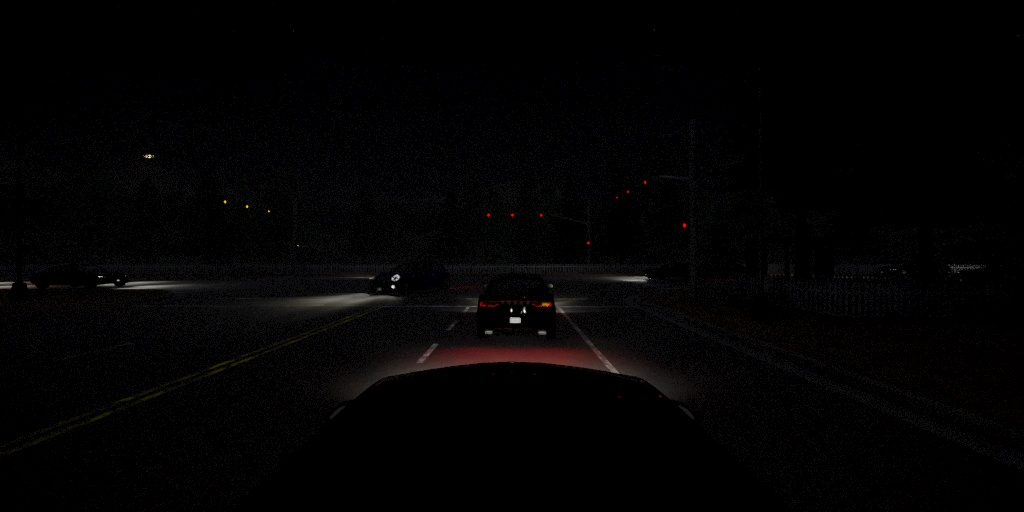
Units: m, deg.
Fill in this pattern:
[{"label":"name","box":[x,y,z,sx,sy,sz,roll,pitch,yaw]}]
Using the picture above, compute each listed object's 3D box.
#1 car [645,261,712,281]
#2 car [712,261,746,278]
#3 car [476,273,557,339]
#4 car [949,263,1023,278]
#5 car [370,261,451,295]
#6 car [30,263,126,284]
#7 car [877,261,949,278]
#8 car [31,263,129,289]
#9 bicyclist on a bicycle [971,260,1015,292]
[{"label":"car","box":[13.193,1.221,29.061,4.674,1.442,1.812,0,0,0]},{"label":"car","box":[18.416,1.186,32.506,4.902,1.511,2.128,0,0,1]},{"label":"car","box":[0.173,1.228,10.168,1.882,1.535,5.008,0,0,2]},{"label":"car","box":[38.683,1.242,28.016,5.357,1.411,2.033,0,0,12]},{"label":"car","box":[-5.527,1.088,19.965,2.097,1.767,4.553,0,0,31]},{"label":"car","box":[-30.823,1.220,25.566,4.674,1.442,1.812,0,0,0]},{"label":"car","box":[35.640,1.186,31.866,4.902,1.511,2.128,0,0,7]},{"label":"car","box":[-26.580,1.220,22.081,4.674,1.442,1.812,0,0,0]},{"label":"bicyclist on a bicycle","box":[22.821,0.995,17.030,0.582,1.620,1.656,0,0,0]}]
